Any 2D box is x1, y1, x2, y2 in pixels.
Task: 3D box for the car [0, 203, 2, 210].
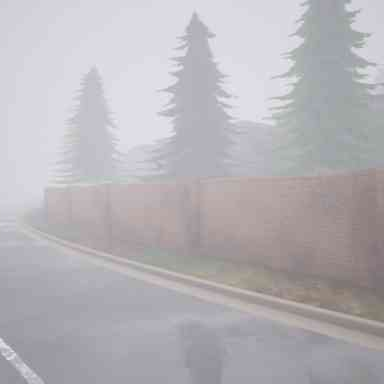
[{"bbox_3d":[-26.482,1.656,43.437,1.837,1.490,4.892,-1,0,-12],"label":"car"}]
